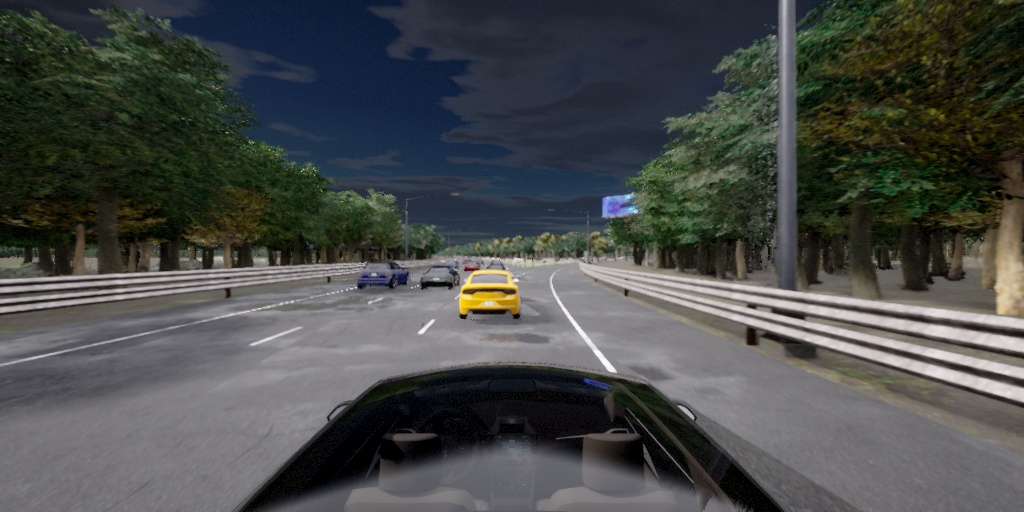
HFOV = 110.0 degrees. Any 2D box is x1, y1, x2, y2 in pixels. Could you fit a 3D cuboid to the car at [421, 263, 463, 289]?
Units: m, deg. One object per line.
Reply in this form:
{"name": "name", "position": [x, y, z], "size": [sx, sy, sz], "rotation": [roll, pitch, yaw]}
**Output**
{"name": "car", "position": [-4.521, 1.341, 23.104], "size": [1.994, 1.385, 4.181], "rotation": [0, 0, -2]}

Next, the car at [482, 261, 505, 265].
{"name": "car", "position": [-1.392, 1.364, 31.566], "size": [1.994, 1.385, 4.181], "rotation": [0, 0, -2]}

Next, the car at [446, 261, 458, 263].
{"name": "car", "position": [-9.051, 1.383, 54.176], "size": [2.033, 1.411, 5.357], "rotation": [0, 0, -3]}

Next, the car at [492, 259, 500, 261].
{"name": "car", "position": [-1.978, 1.382, 48.614], "size": [2.033, 1.411, 5.357], "rotation": [0, 0, -2]}

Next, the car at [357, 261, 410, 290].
{"name": "car", "position": [-8.013, 1.119, 22.765], "size": [2.097, 1.767, 4.553], "rotation": [0, 0, -2]}

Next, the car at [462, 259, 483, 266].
{"name": "car", "position": [-5.413, 1.392, 49.469], "size": [1.994, 1.385, 4.181], "rotation": [0, 0, -2]}

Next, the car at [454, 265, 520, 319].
{"name": "car", "position": [-0.760, 1.251, 13.018], "size": [1.882, 1.535, 5.008], "rotation": [0, 0, -2]}
